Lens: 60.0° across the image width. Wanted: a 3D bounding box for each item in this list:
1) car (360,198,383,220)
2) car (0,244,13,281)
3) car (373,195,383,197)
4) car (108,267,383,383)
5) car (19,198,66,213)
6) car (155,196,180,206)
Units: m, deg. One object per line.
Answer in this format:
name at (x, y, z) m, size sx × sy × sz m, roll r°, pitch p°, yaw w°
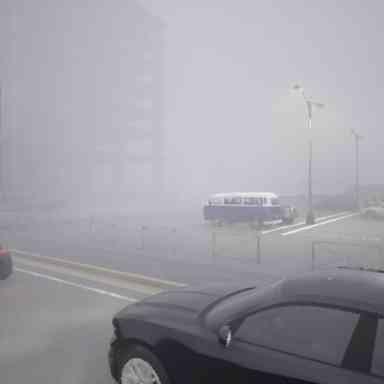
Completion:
car at (14.701, 1.394, 24.750) m, size 3.806 × 1.475 × 1.970 m, roll 0°, pitch 0°, yaw 36°
car at (-6.484, 1.559, 8.610) m, size 4.181 × 1.385 × 1.994 m, roll 0°, pitch 0°, yaw 36°
car at (17.927, 1.152, 29.302) m, size 4.605 × 1.855 × 1.932 m, roll 0°, pitch 0°, yaw 36°
car at (1.357, 1.477, 3.025) m, size 5.008 × 1.535 × 1.882 m, roll 0°, pitch 0°, yaw 36°
car at (-16.480, 1.407, 36.802) m, size 1.882 × 1.535 × 5.008 m, roll 0°, pitch 0°, yaw 35°
car at (-3.948, 1.407, 54.371) m, size 1.882 × 1.535 × 5.008 m, roll 0°, pitch 0°, yaw 36°
